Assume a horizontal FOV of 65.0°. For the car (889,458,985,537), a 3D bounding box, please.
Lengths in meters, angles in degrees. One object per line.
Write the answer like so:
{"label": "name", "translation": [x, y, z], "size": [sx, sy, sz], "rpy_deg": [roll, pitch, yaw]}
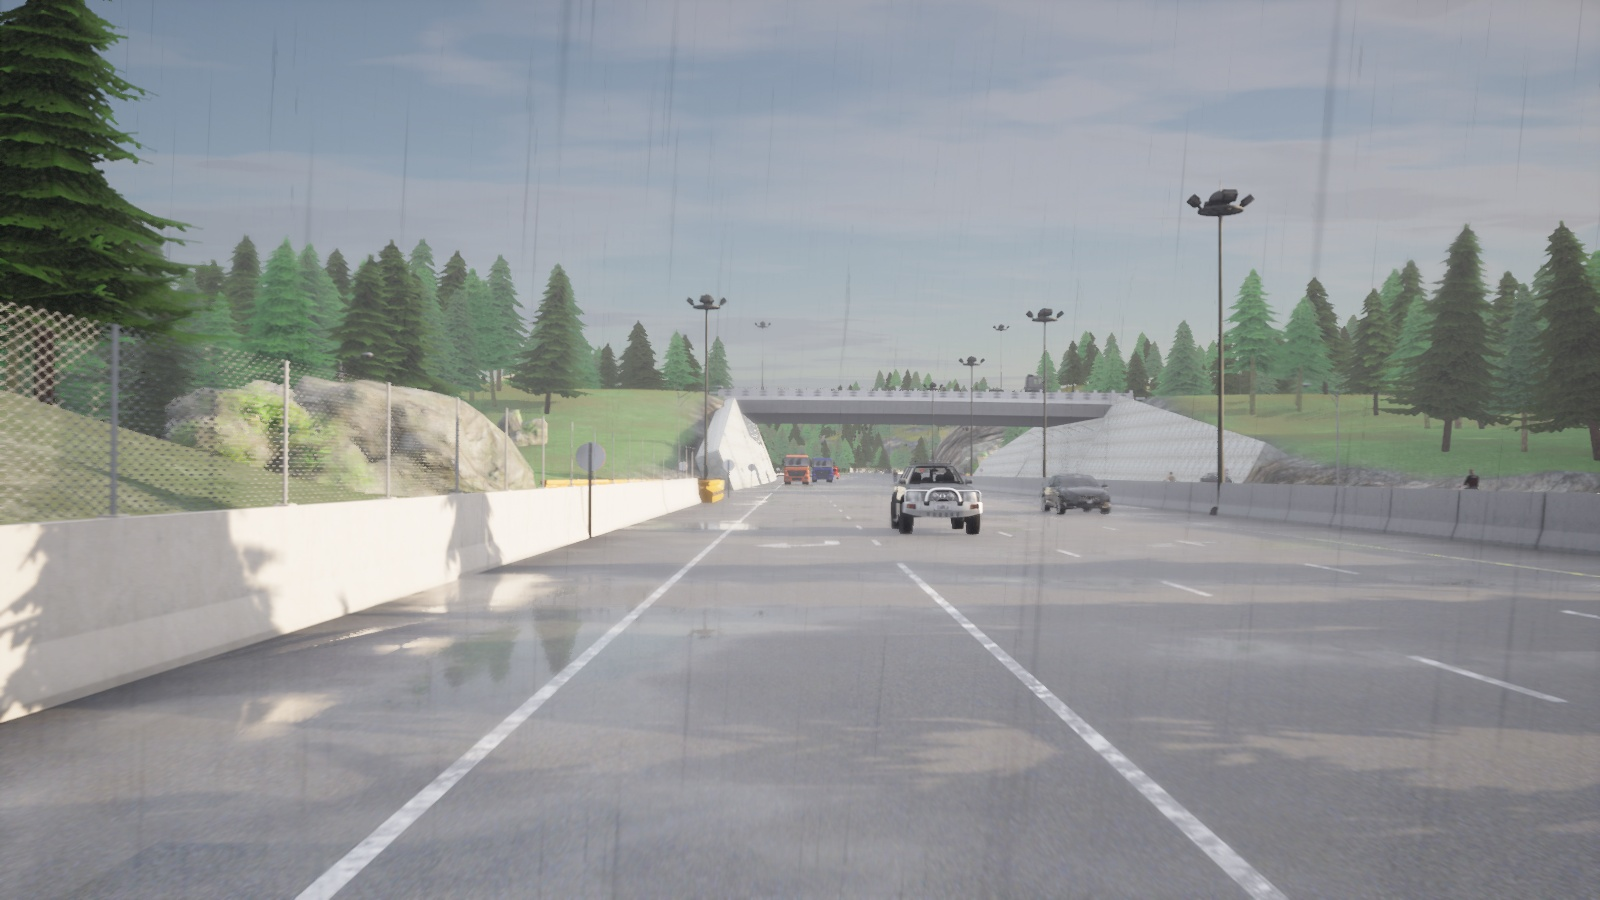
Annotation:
{"label": "car", "translation": [3.422, 1.155, 32.117], "size": [1.932, 1.855, 4.605], "rpy_deg": [0, -1, 0]}

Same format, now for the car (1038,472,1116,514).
{"label": "car", "translation": [10.385, 1.570, 47.366], "size": [1.837, 1.490, 4.892], "rpy_deg": [0, -1, 0]}
